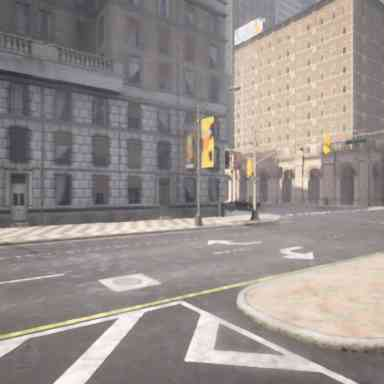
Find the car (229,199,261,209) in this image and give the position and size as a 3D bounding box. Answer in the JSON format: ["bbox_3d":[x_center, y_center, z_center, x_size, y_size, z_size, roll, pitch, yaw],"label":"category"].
[{"bbox_3d":[7.459,1.615,46.594,1.895,1.301,4.718,0,0,-36],"label":"car"}]
